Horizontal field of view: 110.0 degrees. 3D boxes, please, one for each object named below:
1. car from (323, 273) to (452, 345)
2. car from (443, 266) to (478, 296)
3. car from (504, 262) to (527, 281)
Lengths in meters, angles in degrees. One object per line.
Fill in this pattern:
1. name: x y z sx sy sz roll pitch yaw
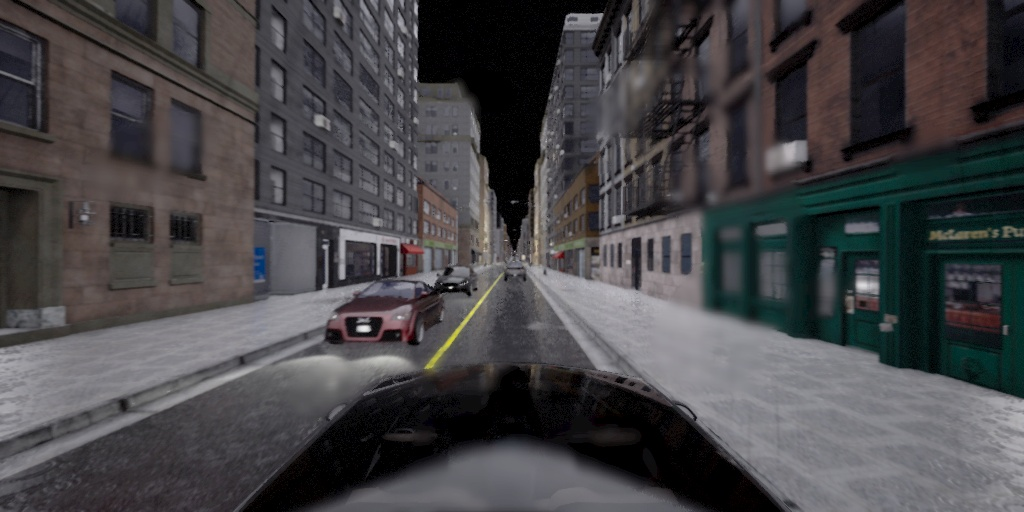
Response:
1. car: -3.047 1.325 9.421 1.994 1.385 4.181 0 0 1
2. car: -2.952 1.298 19.887 1.837 1.490 4.892 0 0 1
3. car: 0.295 1.339 31.103 2.128 1.511 4.902 0 0 1
